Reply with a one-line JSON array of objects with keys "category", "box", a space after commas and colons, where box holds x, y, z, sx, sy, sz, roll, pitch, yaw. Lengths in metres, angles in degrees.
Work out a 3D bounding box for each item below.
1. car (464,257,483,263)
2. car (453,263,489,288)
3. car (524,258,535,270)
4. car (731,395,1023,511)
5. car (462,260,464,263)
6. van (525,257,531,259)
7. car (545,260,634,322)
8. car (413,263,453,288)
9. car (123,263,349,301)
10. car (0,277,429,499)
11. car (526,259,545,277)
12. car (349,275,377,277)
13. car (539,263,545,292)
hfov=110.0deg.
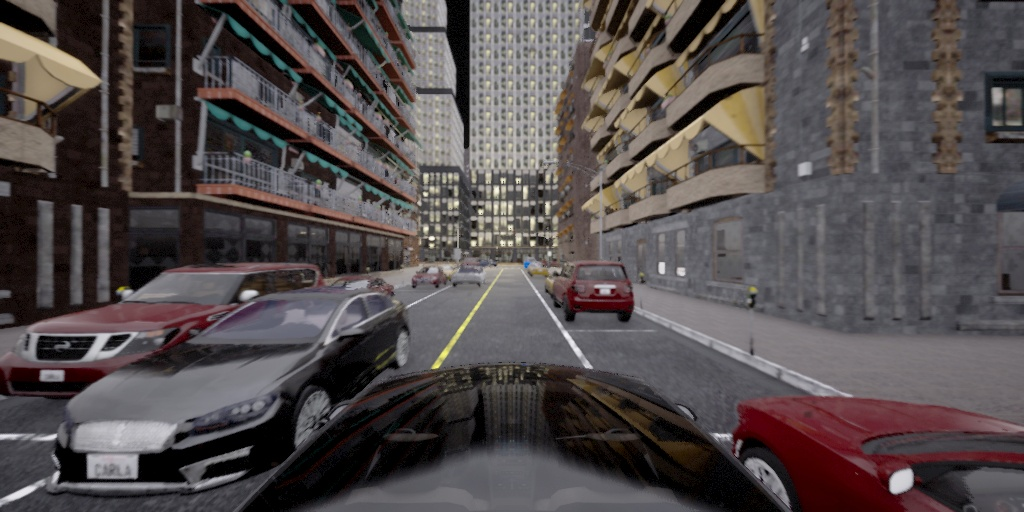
[{"category": "car", "box": [-5.311, 1.072, 46.138, 2.192, 1.841, 5.009, 0, 0, 0]}, {"category": "car", "box": [-2.817, 1.351, 24.128, 1.895, 1.301, 4.718, 0, 0, 0]}, {"category": "car", "box": [2.569, 1.280, 40.667, 1.751, 1.417, 4.829, 0, 0, 0]}, {"category": "car", "box": [2.565, 1.295, 1.015, 1.888, 1.381, 4.507, 0, 0, 0]}, {"category": "car", "box": [-5.312, 1.276, 29.047, 1.751, 1.417, 4.829, 0, 0, 0]}, {"category": "van", "box": [2.570, 1.102, 51.777, 1.690, 1.789, 3.998, 0, 0, 0]}, {"category": "car", "box": [2.567, 1.064, 12.295, 2.192, 1.841, 5.009, 0, 0, 0]}, {"category": "car", "box": [-5.313, 1.331, 23.576, 1.802, 1.307, 4.207, 0, 0, 0]}, {"category": "car", "box": [-5.315, 1.064, 6.655, 2.192, 1.841, 5.009, 0, 0, 0]}, {"category": "car", "box": [-2.840, 1.242, 5.007, 2.128, 1.511, 4.902, 0, 0, 0]}, {"category": "car", "box": [2.568, 1.278, 35.026, 1.751, 1.417, 4.829, 0, 0, 0]}, {"category": "car", "box": [-5.314, 1.331, 12.296, 1.802, 1.307, 4.207, 0, 0, 0]}, {"category": "car", "box": [2.567, 1.275, 18.106, 1.751, 1.417, 4.829, 0, 0, 0]}]
